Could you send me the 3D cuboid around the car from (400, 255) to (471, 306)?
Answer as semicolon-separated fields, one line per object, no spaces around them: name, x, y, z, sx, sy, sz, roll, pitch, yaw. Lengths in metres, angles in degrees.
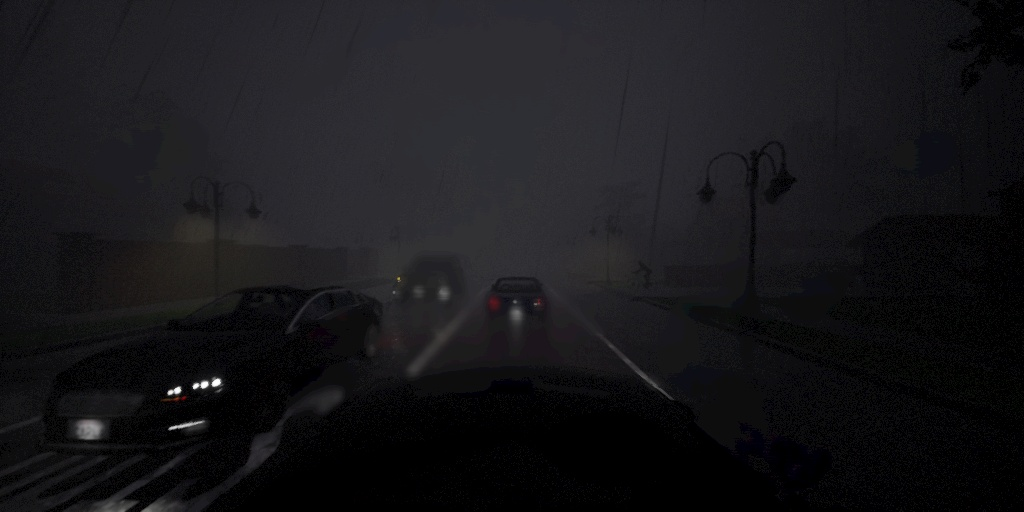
car;-3.416;0.984;16.066;2.150;2.045;5.566;0;0;1

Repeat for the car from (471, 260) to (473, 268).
car;-7.862;0.975;49.319;5.566;2.045;2.150;0;-1;36

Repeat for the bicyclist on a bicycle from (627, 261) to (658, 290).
bicyclist on a bicycle;7.102;1.075;19.491;1.656;1.620;0.582;1;0;1

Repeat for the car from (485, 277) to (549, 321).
car;0.196;1.379;12.556;1.895;1.301;4.718;0;0;1

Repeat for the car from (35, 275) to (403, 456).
car;-3.568;1.220;5.506;2.128;1.511;4.902;0;0;1
